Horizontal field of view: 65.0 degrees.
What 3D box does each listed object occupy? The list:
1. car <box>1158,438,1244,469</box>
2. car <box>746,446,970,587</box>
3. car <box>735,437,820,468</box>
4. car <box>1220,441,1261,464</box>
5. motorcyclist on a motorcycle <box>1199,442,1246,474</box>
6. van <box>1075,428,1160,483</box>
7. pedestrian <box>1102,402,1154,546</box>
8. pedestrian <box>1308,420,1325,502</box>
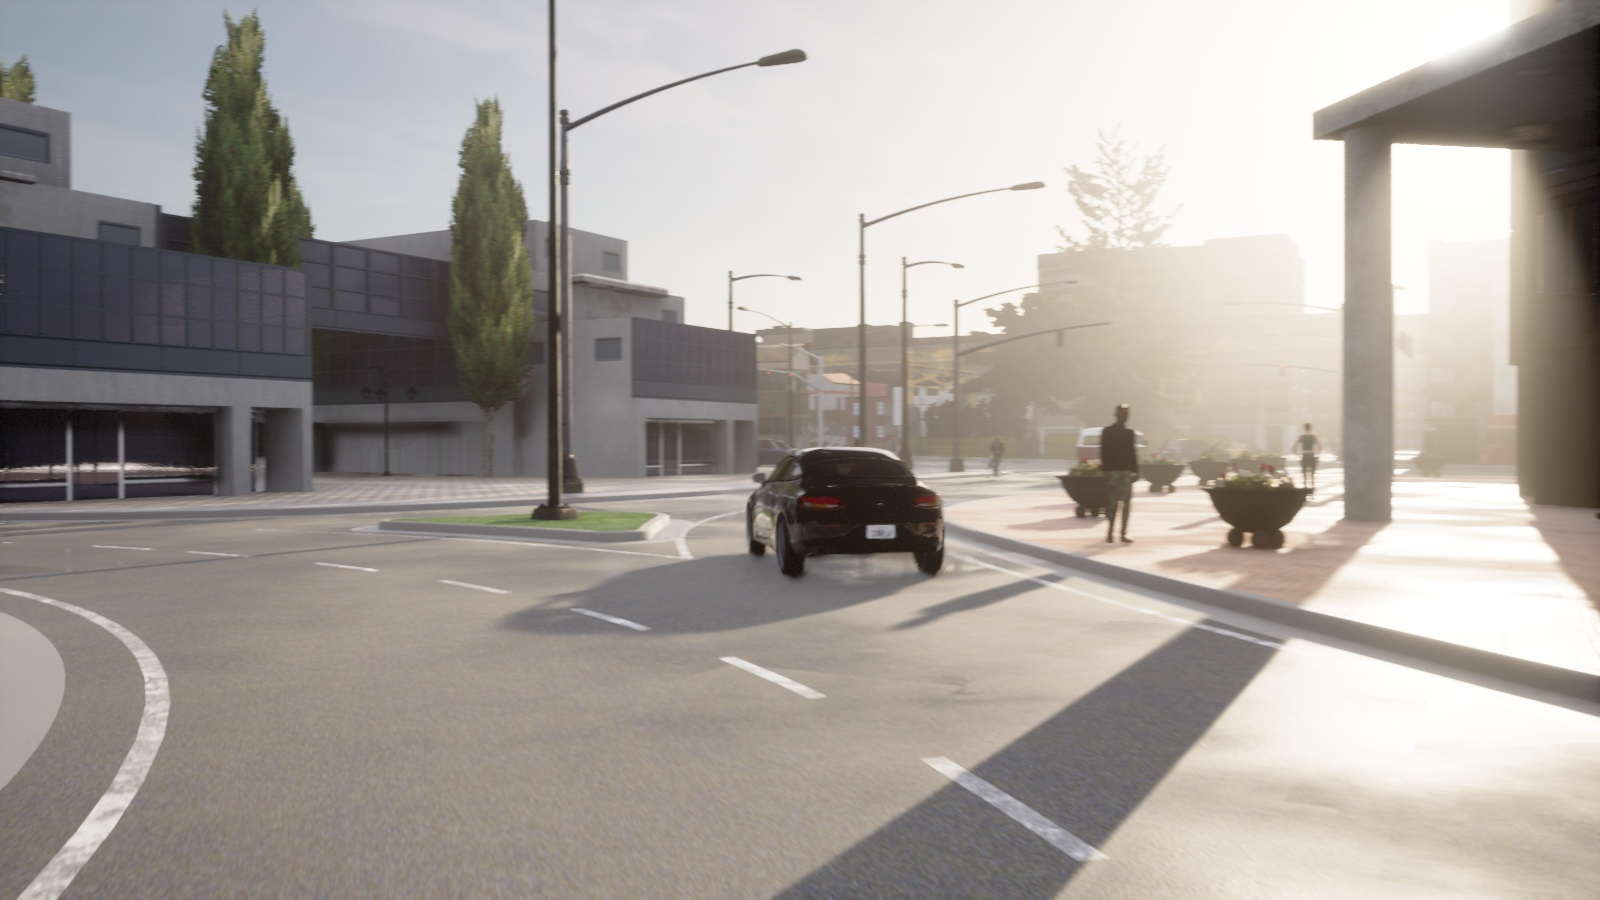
[{"bbox_3d":[23.276,0.170,72.887,4.553,1.767,2.097,0,0,-27],"label":"car"},{"bbox_3d":[0.522,0.683,15.485,1.812,1.442,4.674,0,0,-9],"label":"car"},{"bbox_3d":[-1.323,0.144,73.182,4.553,1.767,2.097,0,1,29],"label":"car"},{"bbox_3d":[31.126,0.136,88.735,1.801,1.575,5.366,0,0,30],"label":"car"},{"bbox_3d":[20.496,0.379,60.948,2.044,1.523,0.797,0,0,29],"label":"motorcyclist on a motorcycle"},{"bbox_3d":[12.429,0.174,48.946,2.069,2.038,4.480,0,0,30],"label":"van"},{"bbox_3d":[4.288,0.301,16.428,0.431,1.840,0.703,0,0,-6],"label":"pedestrian"},{"bbox_3d":[11.685,0.253,28.413,0.345,1.836,0.594,0,0,23],"label":"pedestrian"}]
